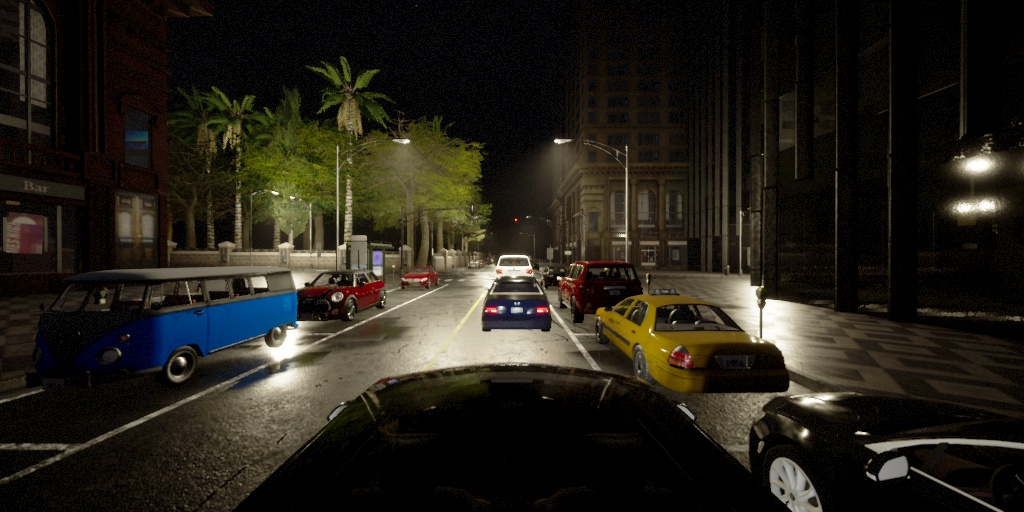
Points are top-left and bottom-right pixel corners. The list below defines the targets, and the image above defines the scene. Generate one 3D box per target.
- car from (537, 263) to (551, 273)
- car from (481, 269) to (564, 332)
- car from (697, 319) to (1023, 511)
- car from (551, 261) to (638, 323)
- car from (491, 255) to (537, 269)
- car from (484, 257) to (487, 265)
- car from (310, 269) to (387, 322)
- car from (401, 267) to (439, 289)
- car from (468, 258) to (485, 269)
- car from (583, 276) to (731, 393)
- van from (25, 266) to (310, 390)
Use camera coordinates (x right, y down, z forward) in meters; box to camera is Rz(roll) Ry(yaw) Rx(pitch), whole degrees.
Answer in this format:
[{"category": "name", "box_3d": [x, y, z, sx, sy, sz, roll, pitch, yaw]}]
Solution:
[{"category": "car", "box_3d": [2.776, 1.322, 22.856, 1.948, 1.339, 4.313, 0, 0, 0]}, {"category": "car", "box_3d": [0.108, 1.301, 10.828, 2.033, 1.411, 5.357, 0, 0, 0]}, {"category": "car", "box_3d": [2.762, 1.300, 1.155, 2.007, 1.370, 4.403, 0, 0, 0]}, {"category": "car", "box_3d": [2.769, 1.069, 12.006, 2.192, 1.841, 5.009, 0, 0, 0]}, {"category": "car", "box_3d": [0.113, 0.979, 21.399, 2.150, 2.045, 5.566, 0, 0, 0]}, {"category": "car", "box_3d": [-5.725, 1.192, 60.159, 1.967, 1.591, 4.097, 0, 0, 0]}, {"category": "car", "box_3d": [-5.756, 1.194, 12.027, 1.967, 1.591, 4.097, 0, 0, 0]}, {"category": "car", "box_3d": [-5.750, 1.339, 22.880, 1.802, 1.307, 4.207, 0, 0, 0]}, {"category": "car", "box_3d": [-5.728, 1.304, 54.739, 2.007, 1.370, 4.403, 0, 0, 0]}, {"category": "car", "box_3d": [2.766, 1.278, 6.750, 1.751, 1.417, 4.829, 0, 0, 0]}, {"category": "van", "box_3d": [-5.760, 1.093, 6.601, 1.690, 1.789, 3.998, 0, 0, 0]}]
